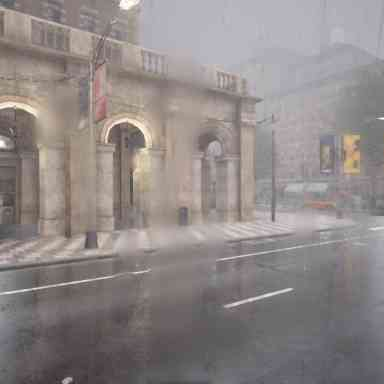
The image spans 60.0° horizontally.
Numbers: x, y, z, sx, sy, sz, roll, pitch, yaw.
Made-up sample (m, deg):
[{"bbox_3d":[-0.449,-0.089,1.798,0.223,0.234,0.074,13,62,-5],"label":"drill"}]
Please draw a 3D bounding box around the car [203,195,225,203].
[{"bbox_3d":[4.709,1.518,72.949,2.128,1.511,4.902,0,0,-36],"label":"car"}]

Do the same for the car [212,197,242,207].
[{"bbox_3d":[5.466,1.507,52.127,1.837,1.490,4.892,0,-1,-36],"label":"car"}]

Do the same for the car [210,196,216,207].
[{"bbox_3d":[1.428,1.595,46.360,1.895,1.301,4.718,0,0,-36],"label":"car"}]

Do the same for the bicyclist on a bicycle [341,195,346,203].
[{"bbox_3d":[26.016,1.300,56.959,1.656,1.620,0.582,0,0,-36],"label":"bicyclist on a bicycle"}]

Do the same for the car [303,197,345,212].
[{"bbox_3d":[15.277,1.352,38.569,2.097,1.767,4.553,0,0,-36],"label":"car"}]
